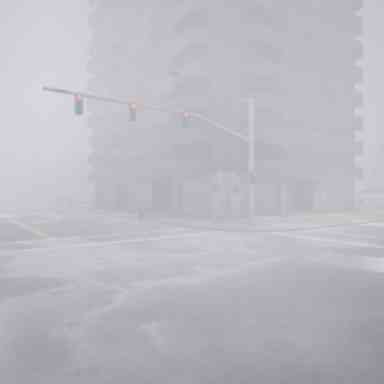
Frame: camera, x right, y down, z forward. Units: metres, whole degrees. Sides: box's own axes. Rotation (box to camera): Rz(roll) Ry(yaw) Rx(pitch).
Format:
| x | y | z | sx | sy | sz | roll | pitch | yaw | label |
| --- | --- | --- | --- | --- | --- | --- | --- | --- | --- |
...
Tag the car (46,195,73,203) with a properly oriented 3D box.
| x | y | z | sx | sy | sz | roll | pitch | yaw | label |
| --- | --- | --- | --- | --- | --- | --- | --- | --- | --- |
| -25.442 | 1.413 | 63.875 | 4.902 | 1.511 | 2.128 | 0 | 0 | -36 | car |
